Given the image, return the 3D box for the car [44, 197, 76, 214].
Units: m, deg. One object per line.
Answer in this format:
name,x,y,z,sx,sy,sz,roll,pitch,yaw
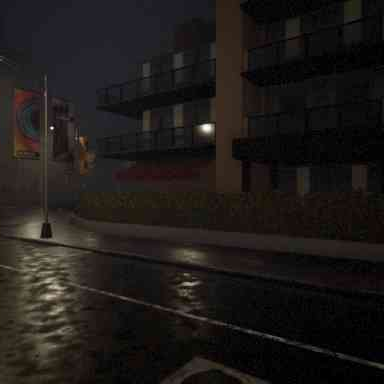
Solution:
car,-13.257,1.504,35.444,1.837,1.490,4.892,0,0,36
